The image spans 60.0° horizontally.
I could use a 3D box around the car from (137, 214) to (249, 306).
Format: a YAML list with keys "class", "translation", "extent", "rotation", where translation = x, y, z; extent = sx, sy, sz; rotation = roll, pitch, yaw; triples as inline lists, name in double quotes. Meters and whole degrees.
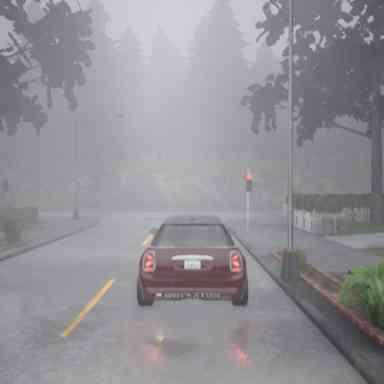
- class: "car"
  translation: [0.021, 1.308, 8.079]
  extent: [2.097, 1.767, 4.553]
  rotation: [0, 0, 0]
